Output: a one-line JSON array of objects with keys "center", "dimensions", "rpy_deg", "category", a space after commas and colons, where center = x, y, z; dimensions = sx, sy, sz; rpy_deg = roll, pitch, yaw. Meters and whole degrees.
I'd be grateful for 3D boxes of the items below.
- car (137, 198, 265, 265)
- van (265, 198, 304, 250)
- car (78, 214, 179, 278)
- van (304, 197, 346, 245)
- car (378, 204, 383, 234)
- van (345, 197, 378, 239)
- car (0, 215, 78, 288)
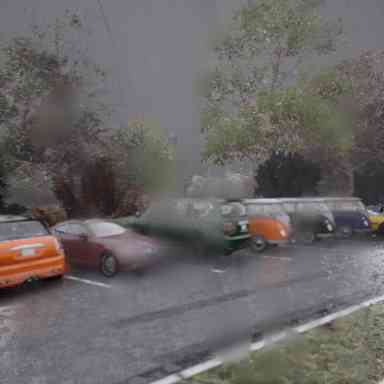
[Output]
[{"center": [-0.555, 1.248, 12.030], "dimensions": [5.566, 2.045, 2.435], "rpy_deg": [-1, 0, 34], "category": "car"}, {"center": [1.988, 1.269, 13.684], "dimensions": [4.442, 1.987, 1.878], "rpy_deg": [-1, -1, 34], "category": "van"}, {"center": [-2.947, 1.541, 10.283], "dimensions": [4.674, 1.452, 2.002], "rpy_deg": [-1, -1, 34], "category": "car"}, {"center": [4.407, 1.266, 15.419], "dimensions": [4.442, 1.987, 1.878], "rpy_deg": [-1, -1, 34], "category": "van"}, {"center": [9.306, 1.483, 18.844], "dimensions": [5.366, 1.575, 1.946], "rpy_deg": [-1, -1, 34], "category": "car"}, {"center": [6.828, 1.263, 17.155], "dimensions": [4.442, 1.987, 1.878], "rpy_deg": [-1, -1, 34], "category": "van"}, {"center": [-5.346, 1.378, 8.528], "dimensions": [4.553, 1.767, 2.185], "rpy_deg": [-1, 0, 34], "category": "car"}]
